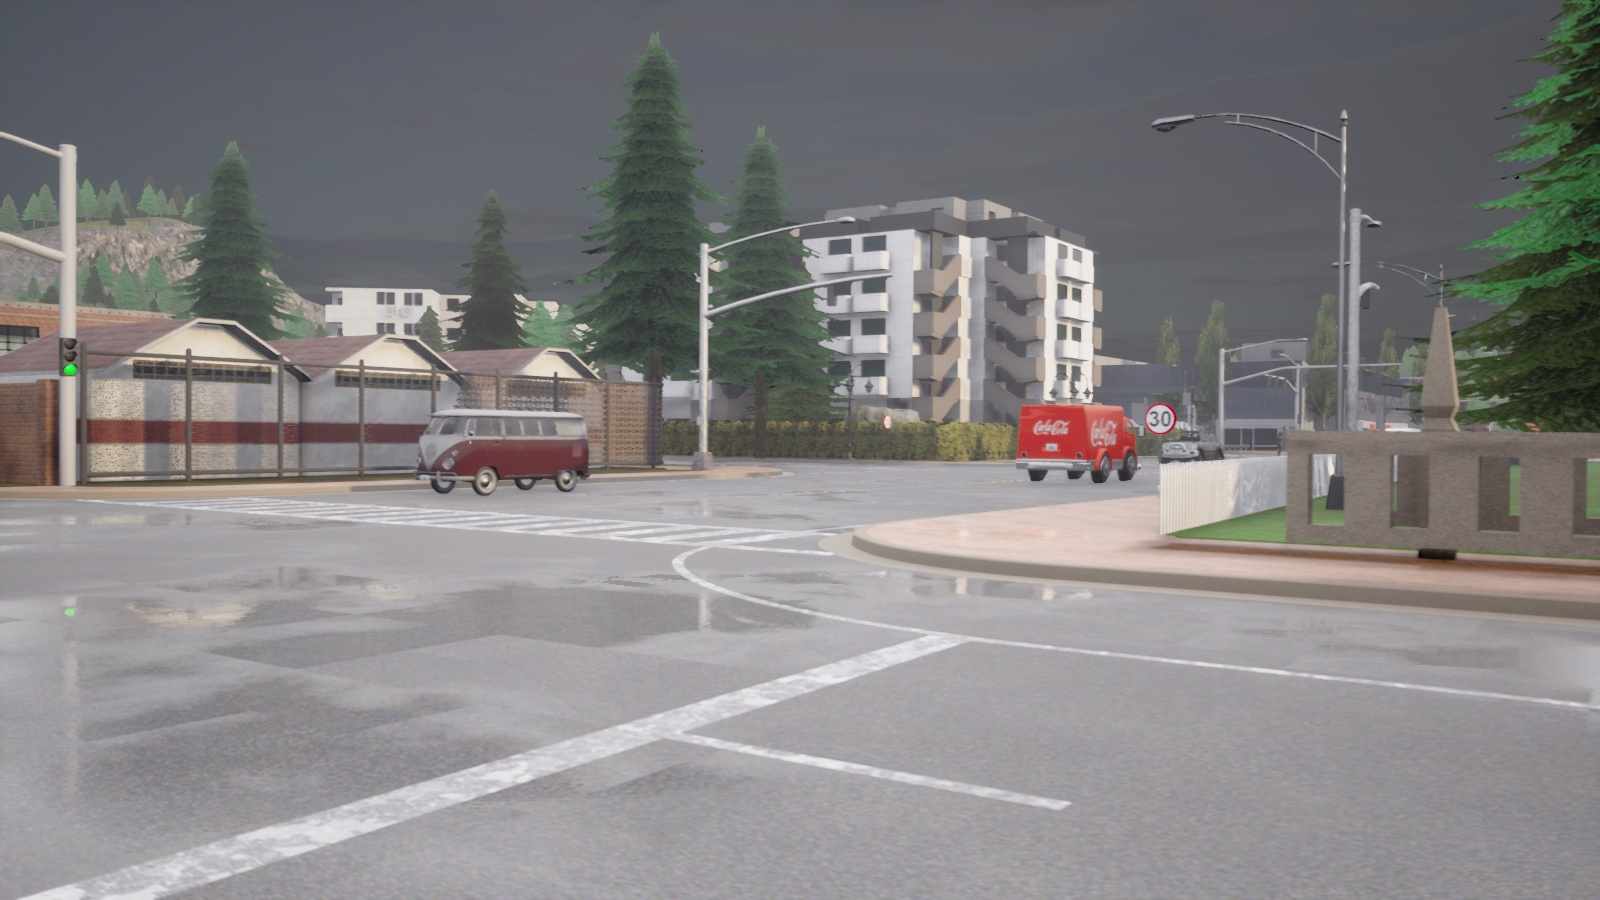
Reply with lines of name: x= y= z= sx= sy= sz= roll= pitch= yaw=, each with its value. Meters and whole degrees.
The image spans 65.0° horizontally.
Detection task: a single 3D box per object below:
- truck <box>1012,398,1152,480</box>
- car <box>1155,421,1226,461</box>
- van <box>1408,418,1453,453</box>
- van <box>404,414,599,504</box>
truck: x=9.272 y=-0.380 z=40.937 sx=2.627 sy=2.467 sz=5.204 roll=0 pitch=1 yaw=35
car: x=18.868 y=-0.427 z=60.506 sx=1.932 sy=1.855 sz=4.605 roll=0 pitch=1 yaw=35
van: x=37.550 y=-0.863 z=74.737 sx=1.775 sy=1.987 sz=4.442 roll=0 pitch=1 yaw=35
van: x=-7.038 y=0.163 z=30.047 sx=1.775 sy=1.987 sz=4.442 roll=0 pitch=1 yaw=35
